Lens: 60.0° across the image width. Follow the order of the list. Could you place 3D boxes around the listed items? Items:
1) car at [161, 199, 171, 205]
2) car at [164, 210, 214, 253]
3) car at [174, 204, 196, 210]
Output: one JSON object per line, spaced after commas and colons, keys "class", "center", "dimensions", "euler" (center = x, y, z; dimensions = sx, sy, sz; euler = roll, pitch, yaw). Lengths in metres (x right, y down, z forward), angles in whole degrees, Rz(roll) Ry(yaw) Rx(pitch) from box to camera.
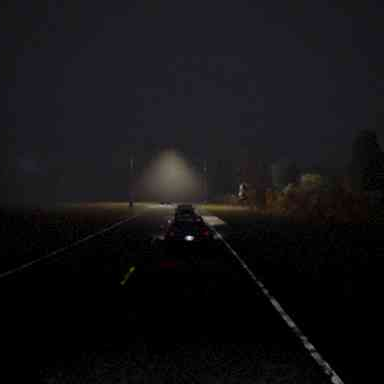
{"class": "car", "center": [-5.603, 2.138, 70.956], "dimensions": [1.994, 1.385, 4.181], "euler": [0, 0, -2]}
{"class": "car", "center": [-0.136, 1.697, 14.374], "dimensions": [1.994, 1.385, 4.181], "euler": [0, 0, -1]}
{"class": "car", "center": [-0.608, 1.787, 29.477], "dimensions": [1.812, 1.442, 4.674], "euler": [0, 0, -2]}
